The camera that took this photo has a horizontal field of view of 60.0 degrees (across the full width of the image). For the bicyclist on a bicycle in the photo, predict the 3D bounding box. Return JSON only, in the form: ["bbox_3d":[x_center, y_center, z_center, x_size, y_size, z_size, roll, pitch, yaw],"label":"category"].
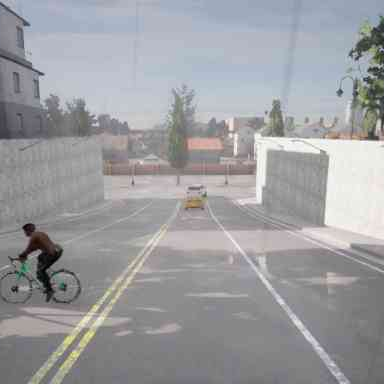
[{"bbox_3d":[-3.020,1.432,6.554,1.656,1.620,0.582,-2,1,2],"label":"bicyclist on a bicycle"}]

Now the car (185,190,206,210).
[{"bbox_3d":[0.239,0.981,36.278,1.882,1.535,5.008,0,4,0],"label":"car"}]

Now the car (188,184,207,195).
[{"bbox_3d":[0.651,-0.099,46.570,2.150,2.045,5.566,1,7,9],"label":"car"}]
